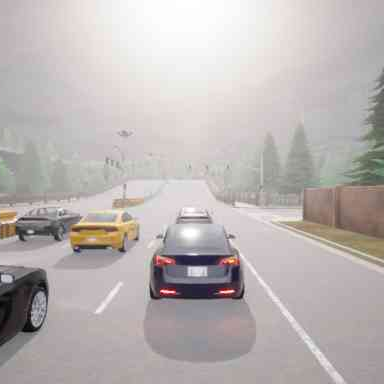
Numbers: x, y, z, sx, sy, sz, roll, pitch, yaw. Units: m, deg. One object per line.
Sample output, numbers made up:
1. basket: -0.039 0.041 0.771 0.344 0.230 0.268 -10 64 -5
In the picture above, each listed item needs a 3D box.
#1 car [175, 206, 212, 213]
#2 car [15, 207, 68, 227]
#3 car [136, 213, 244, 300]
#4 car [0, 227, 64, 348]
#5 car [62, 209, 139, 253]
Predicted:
1. car: 0.097 1.492 17.534 2.128 1.511 4.902 0 0 0
2. car: -6.902 1.491 16.646 2.128 1.511 4.902 0 0 0
3. car: 0.100 1.504 8.444 2.163 1.488 4.792 0 0 0
4. car: -3.399 1.478 3.782 1.882 1.535 5.008 0 0 0
5. car: -3.401 1.478 13.798 1.882 1.535 5.008 0 0 0
